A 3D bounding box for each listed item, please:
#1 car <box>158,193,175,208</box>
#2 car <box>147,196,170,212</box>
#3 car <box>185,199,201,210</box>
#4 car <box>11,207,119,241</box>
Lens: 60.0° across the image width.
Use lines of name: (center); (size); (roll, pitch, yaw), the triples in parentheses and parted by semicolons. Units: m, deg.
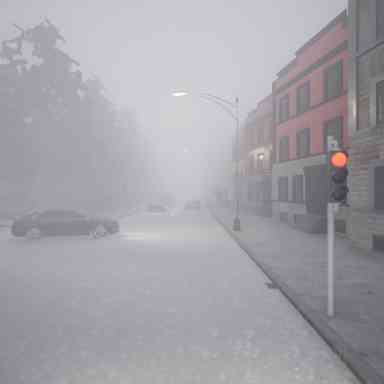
car: (-4.088, 1.221, 49.539); (2.150, 2.045, 5.566); (0, 0, 0)
car: (-4.095, 1.547, 39.352); (2.033, 1.411, 5.357); (0, 0, 0)
car: (0.107, 1.564, 43.137); (1.994, 1.385, 4.181); (0, 0, 0)
car: (-6.085, 1.507, 16.326); (4.892, 1.490, 1.837); (-1, 1, -16)
